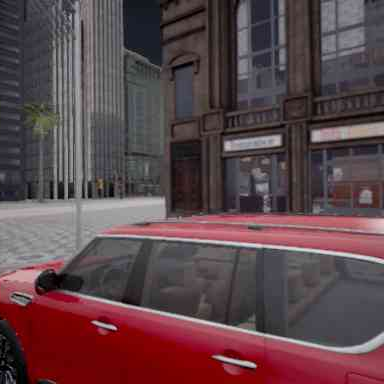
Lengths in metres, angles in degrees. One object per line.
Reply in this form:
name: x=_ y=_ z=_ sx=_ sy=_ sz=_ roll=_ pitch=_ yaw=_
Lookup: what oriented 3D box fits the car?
car: x=0.001 y=1.245 z=3.384 sx=5.566 sy=2.045 sz=2.150 roll=-1 pitch=-1 yaw=35
